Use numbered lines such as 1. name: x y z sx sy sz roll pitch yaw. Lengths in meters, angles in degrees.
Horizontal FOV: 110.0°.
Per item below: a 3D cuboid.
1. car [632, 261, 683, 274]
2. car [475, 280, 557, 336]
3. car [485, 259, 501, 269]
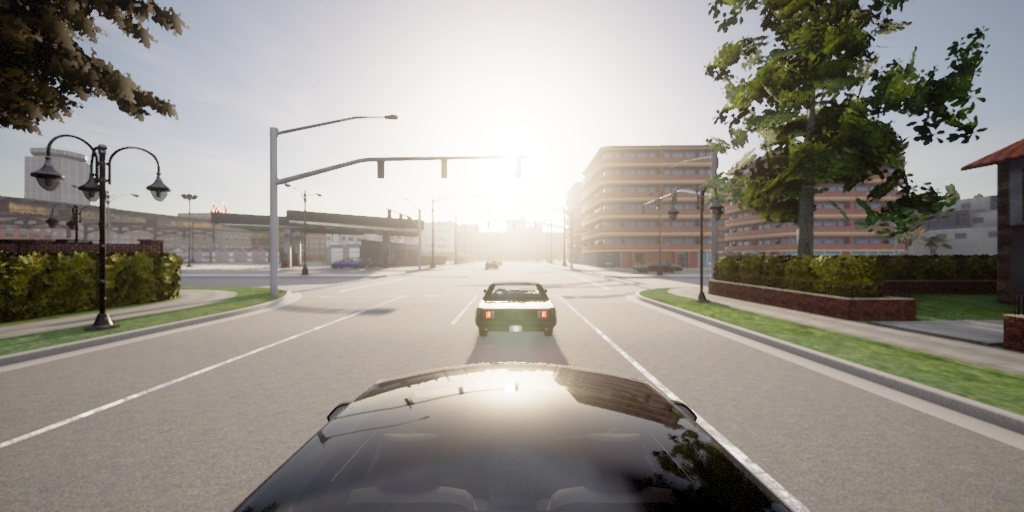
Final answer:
1. car: 16.639 1.268 41.104 5.357 1.411 2.033 0 0 1
2. car: 0.098 1.345 10.288 1.895 1.301 4.718 0 0 0
3. car: -3.074 1.312 54.023 1.895 1.301 4.718 0 0 -1
